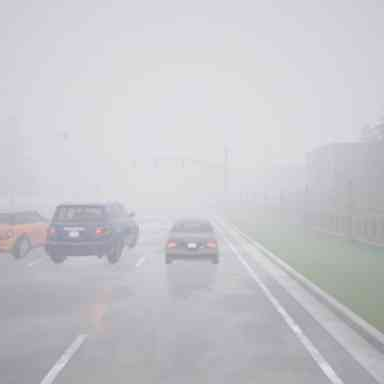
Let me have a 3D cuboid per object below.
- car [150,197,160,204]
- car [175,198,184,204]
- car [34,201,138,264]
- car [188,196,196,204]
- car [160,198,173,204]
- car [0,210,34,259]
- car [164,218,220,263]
[{"bbox_3d":[-10.505,2.457,91.691,1.812,1.442,4.674,0,-1,0],"label":"car"},{"bbox_3d":[-3.505,2.405,91.275,1.882,1.535,5.008,0,-1,0],"label":"car"},{"bbox_3d":[-3.490,1.355,12.564,2.150,2.045,5.566,0,0,0],"label":"car"},{"bbox_3d":[-0.005,2.153,91.308,2.150,2.045,5.566,0,-1,0],"label":"car"},{"bbox_3d":[-7.005,2.528,91.720,1.895,1.301,4.718,0,-1,0],"label":"car"},{"bbox_3d":[-6.977,1.490,13.423,2.097,1.767,4.553,0,-1,1],"label":"car"},{"bbox_3d":[0.009,1.677,12.511,2.033,1.411,5.357,0,-1,0],"label":"car"}]
